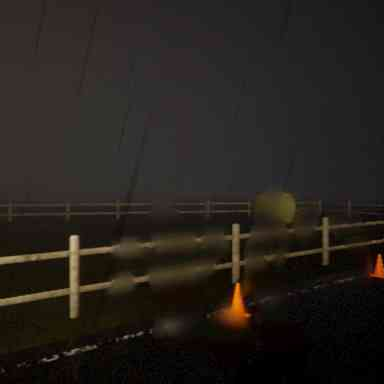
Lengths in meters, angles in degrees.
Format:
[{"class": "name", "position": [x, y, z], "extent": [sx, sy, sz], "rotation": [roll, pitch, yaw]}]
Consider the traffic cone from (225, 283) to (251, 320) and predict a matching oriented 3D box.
[{"class": "traffic cone", "position": [0.839, 1.949, 6.056], "extent": [0.340, 0.580, 0.340], "rotation": [0, 0, -35]}]

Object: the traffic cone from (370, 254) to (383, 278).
[{"class": "traffic cone", "position": [5.010, 1.950, 8.883], "extent": [0.340, 0.580, 0.340], "rotation": [0, 0, -34]}]
